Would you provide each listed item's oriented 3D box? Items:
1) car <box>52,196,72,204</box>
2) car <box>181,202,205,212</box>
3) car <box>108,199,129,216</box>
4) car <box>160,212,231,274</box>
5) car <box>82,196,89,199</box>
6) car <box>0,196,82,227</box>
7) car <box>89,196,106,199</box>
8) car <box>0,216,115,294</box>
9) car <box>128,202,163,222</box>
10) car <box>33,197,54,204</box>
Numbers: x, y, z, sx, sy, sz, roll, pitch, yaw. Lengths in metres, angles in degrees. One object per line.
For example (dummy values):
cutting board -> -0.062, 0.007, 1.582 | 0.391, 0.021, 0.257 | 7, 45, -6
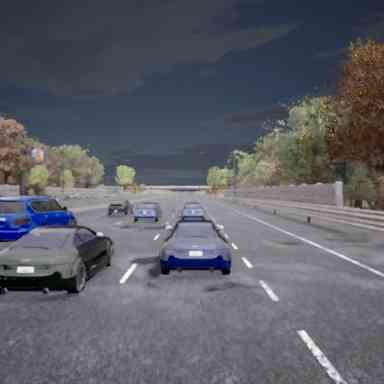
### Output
car -> -24.519, 1.493, 63.037 | 1.837, 1.490, 4.892 | 0, 0, 0
car -> 0.093, 1.536, 26.991 | 2.033, 1.411, 5.357 | 0, 0, 0
car -> -6.908, 1.494, 32.635 | 1.837, 1.490, 4.892 | 0, 0, 0
car -> 0.098, 1.557, 10.590 | 1.994, 1.385, 4.181 | 0, 0, 0
car -> -21.016, 1.530, 63.643 | 2.033, 1.411, 5.357 | 0, 0, 0
car -> -6.904, 1.213, 14.442 | 2.150, 2.045, 5.566 | 0, 0, 0
car -> -17.519, 1.536, 63.773 | 2.033, 1.411, 5.357 | 0, 0, 0
car -> -3.401, 1.558, 8.799 | 1.994, 1.385, 4.181 | 0, 0, 0
car -> -3.405, 1.536, 26.483 | 2.033, 1.411, 5.357 | 0, 0, 0
car -> -28.015, 1.589, 62.853 | 1.895, 1.301, 4.718 | 0, 0, 0
